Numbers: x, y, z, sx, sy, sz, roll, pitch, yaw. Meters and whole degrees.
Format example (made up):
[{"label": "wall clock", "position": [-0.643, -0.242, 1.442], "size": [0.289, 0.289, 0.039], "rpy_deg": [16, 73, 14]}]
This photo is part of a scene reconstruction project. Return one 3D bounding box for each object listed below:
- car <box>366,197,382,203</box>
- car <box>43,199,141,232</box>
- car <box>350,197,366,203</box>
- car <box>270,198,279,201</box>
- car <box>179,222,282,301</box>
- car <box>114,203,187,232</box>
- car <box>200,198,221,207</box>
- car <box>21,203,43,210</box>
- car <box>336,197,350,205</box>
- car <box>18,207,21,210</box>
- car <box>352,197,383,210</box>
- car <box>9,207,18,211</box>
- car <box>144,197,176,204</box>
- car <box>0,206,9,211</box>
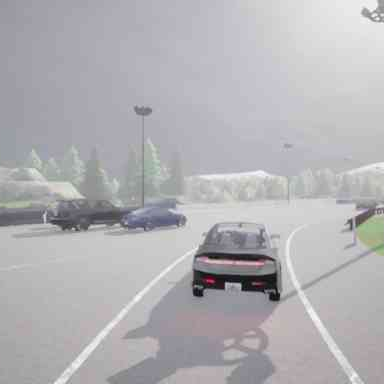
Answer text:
[{"label": "car", "position": [42.051, 1.836, 76.702], "size": [2.128, 1.511, 4.902], "rpy_deg": [-2, -1, 42]}, {"label": "car", "position": [-6.465, 1.448, 22.134], "size": [2.150, 2.045, 5.566], "rpy_deg": [-1, -1, 42]}, {"label": "car", "position": [39.443, 1.906, 79.035], "size": [2.128, 1.511, 4.902], "rpy_deg": [-2, -1, 42]}, {"label": "car", "position": [18.532, 2.172, 76.652], "size": [1.882, 1.535, 5.008], "rpy_deg": [-2, -1, 42]}, {"label": "car", "position": [1.203, 1.510, 8.450], "size": [2.128, 1.511, 4.902], "rpy_deg": [0, 0, 11]}, {"label": "car", "position": [-2.373, 1.686, 21.461], "size": [1.812, 1.442, 4.674], "rpy_deg": [-1, -1, 42]}, {"label": "car", "position": [4.026, 2.153, 70.929], "size": [2.097, 1.767, 4.553], "rpy_deg": [-2, -1, 42]}, {"label": "car", "position": [-22.088, 2.303, 46.062], "size": [4.674, 1.442, 1.812], "rpy_deg": [0, -1, -30]}, {"label": "car", "position": [32.496, 1.900, 71.268], "size": [1.882, 1.535, 5.008], "rpy_deg": [-2, -1, 42]}, {"label": "car", "position": [-22.162, 2.192, 36.364], "size": [2.033, 1.411, 5.357], "rpy_deg": [-1, -1, 42]}, {"label": "car", "position": [24.368, 1.702, 46.257], "size": [2.033, 1.411, 5.357], "rpy_deg": [-2, -1, 42]}, {"label": "car", "position": [-20.491, 2.082, 32.989], "size": [1.837, 1.490, 4.892], "rpy_deg": [-2, -2, 42]}, {"label": "car", "position": [-4.440, 1.825, 51.034], "size": [2.150, 2.045, 5.566], "rpy_deg": [-1, -1, 42]}, {"label": "car", "position": [-8.572, 1.319, 9.229], "size": [2.150, 2.045, 5.566], "rpy_deg": [-1, -1, 41]}]
